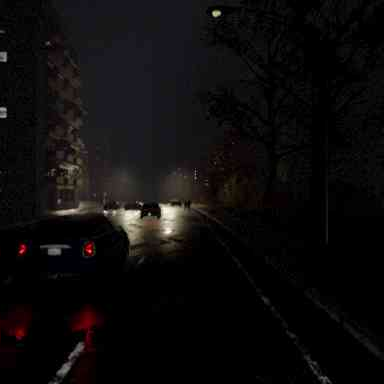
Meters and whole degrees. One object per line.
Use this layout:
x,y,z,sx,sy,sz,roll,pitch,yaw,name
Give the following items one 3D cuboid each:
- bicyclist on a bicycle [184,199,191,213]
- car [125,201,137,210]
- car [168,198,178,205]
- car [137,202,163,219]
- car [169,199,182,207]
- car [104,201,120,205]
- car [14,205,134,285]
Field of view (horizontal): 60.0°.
-0.364,1.733,40.661,0.659,1.776,1.843,0,0,-3,bicyclist on a bicycle
-8.216,1.984,46.178,1.994,1.385,4.181,0,-1,-4,car
-4.330,2.211,76.575,2.033,1.411,5.357,0,0,-7,car
-3.991,1.802,32.718,1.837,1.490,4.892,0,-1,-3,car
-2.962,2.053,63.286,2.128,1.511,4.902,0,0,-5,car
-11.621,1.993,48.587,2.033,1.411,5.357,0,-1,-4,car
-3.257,1.446,9.936,2.097,1.767,4.553,0,-1,-1,car
